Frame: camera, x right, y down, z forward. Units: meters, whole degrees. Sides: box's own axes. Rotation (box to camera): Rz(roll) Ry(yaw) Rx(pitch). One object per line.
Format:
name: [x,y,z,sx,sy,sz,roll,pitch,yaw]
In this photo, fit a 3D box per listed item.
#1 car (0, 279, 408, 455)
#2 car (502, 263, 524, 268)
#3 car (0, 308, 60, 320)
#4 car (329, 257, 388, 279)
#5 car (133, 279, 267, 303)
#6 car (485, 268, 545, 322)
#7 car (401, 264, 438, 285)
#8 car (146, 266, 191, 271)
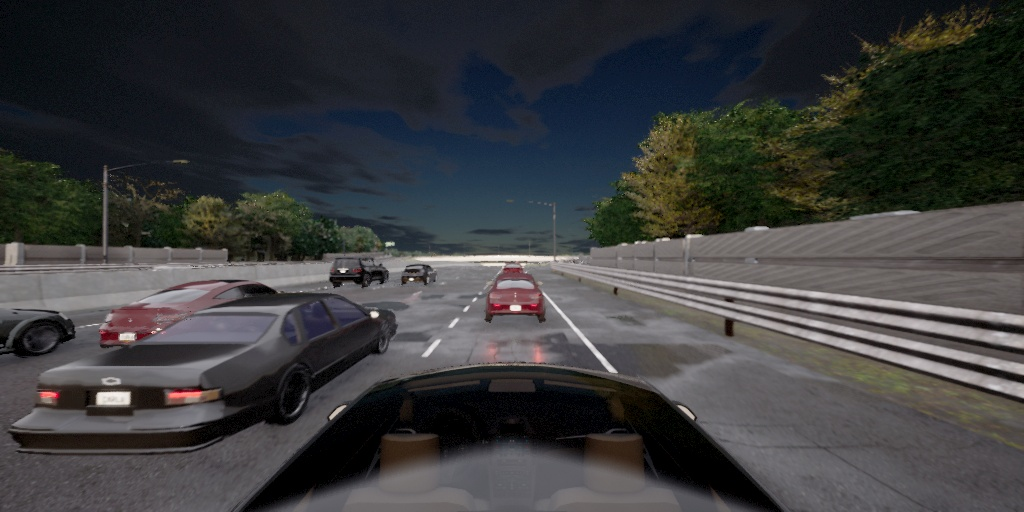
car: [-3.499,1.303,5.658,2.033,1.411,5.357,0,0,0]
car: [0.105,1.349,32.795,1.882,1.535,5.008,0,0,0]
car: [-10.399,1.321,5.933,1.994,1.385,4.181,0,0,0]
car: [-10.397,1.057,24.714,2.150,2.045,5.566,0,0,0]
car: [-6.899,1.291,8.736,1.812,1.442,4.674,0,0,0]
car: [0.101,1.305,12.356,1.812,1.442,4.674,0,0,0]
car: [-6.896,1.350,27.014,1.837,1.490,4.892,0,0,0]
car: [-21.092,1.347,21.799,1.812,1.442,4.674,0,0,0]
